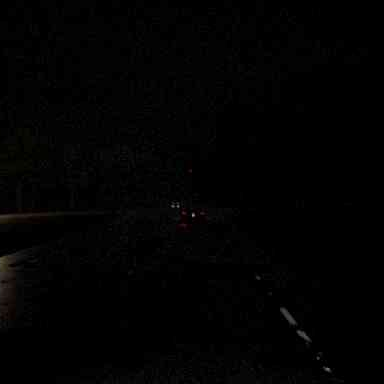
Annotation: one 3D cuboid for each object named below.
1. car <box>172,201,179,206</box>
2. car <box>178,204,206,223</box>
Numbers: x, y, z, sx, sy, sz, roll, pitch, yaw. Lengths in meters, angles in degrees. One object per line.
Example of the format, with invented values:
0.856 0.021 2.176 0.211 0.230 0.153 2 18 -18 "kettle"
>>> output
-4.637 3.212 95.207 1.837 1.490 4.892 0 -2 -1 "car"
0.102 1.743 27.199 1.994 1.385 4.181 0 -1 0 "car"
